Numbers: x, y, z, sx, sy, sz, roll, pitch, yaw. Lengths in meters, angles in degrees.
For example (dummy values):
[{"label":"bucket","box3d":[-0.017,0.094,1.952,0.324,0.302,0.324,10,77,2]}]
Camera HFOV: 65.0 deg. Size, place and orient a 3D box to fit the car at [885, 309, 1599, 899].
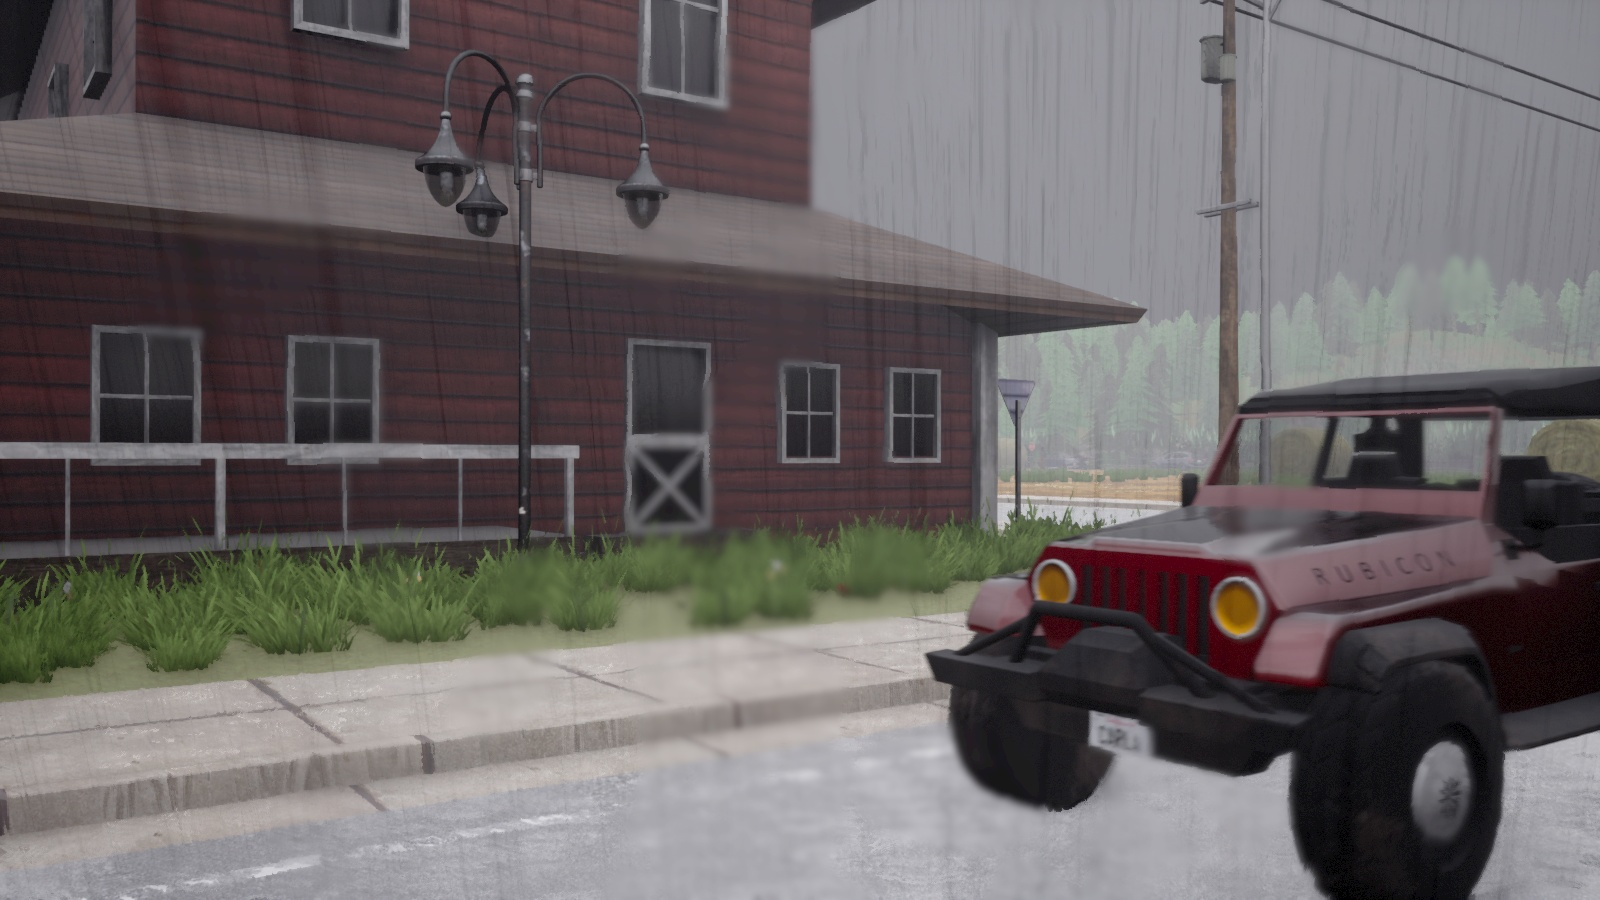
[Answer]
[{"label":"car","box3d":[2.470,0.549,5.396,3.866,1.878,1.905,0,0,-36]}]
